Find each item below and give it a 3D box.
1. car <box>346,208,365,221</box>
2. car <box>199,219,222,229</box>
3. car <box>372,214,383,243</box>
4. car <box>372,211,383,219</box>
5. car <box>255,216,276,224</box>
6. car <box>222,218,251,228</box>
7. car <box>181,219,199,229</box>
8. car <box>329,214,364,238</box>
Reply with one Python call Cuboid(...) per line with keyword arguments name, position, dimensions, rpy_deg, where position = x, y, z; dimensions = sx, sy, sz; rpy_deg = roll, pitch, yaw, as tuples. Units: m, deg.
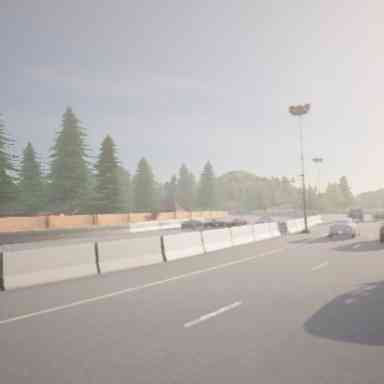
Cuboid(name="car", position=(25.256, 3.549, 51.412), dimensions=(2.150, 2.045, 5.566), rpy_deg=(-3, -4, 22))
Cuboid(name="car", position=(3.238, 4.329, 45.716), dimensions=(1.895, 1.301, 4.718), rpy_deg=(-4, -4, 28))
Cuboid(name="car", position=(13.076, 2.369, 21.136), dimensions=(2.128, 1.511, 4.902), rpy_deg=(-4, -4, 33))
Cuboid(name="car", position=(29.532, 3.740, 52.307), dimensions=(1.837, 1.490, 4.892), rpy_deg=(-2, -4, 21))
Cuboid(name="car", position=(9.446, 3.846, 42.517), dimensions=(1.812, 1.442, 4.674), rpy_deg=(-4, -4, 28))
Cuboid(name="car", position=(6.057, 4.103, 43.606), dimensions=(1.895, 1.301, 4.718), rpy_deg=(-4, -4, 28))
Cuboid(name="car", position=(0.073, 4.494, 47.222), dimensions=(1.994, 1.385, 4.181), rpy_deg=(-4, -4, 28))
Cuboid(name="car", position=(11.856, 2.732, 25.800), dimensions=(1.812, 1.442, 4.674), rpy_deg=(-4, -4, 33))
